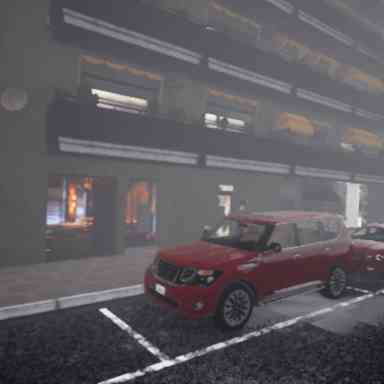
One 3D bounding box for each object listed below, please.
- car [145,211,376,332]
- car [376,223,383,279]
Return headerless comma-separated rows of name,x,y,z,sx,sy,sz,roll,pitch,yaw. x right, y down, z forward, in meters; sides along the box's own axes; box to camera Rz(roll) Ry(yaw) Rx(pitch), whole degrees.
car,1.518,1.374,7.152,5.009,1.841,2.192,1,1,-35
car,6.017,1.666,10.366,4.507,1.381,1.887,1,1,-35
